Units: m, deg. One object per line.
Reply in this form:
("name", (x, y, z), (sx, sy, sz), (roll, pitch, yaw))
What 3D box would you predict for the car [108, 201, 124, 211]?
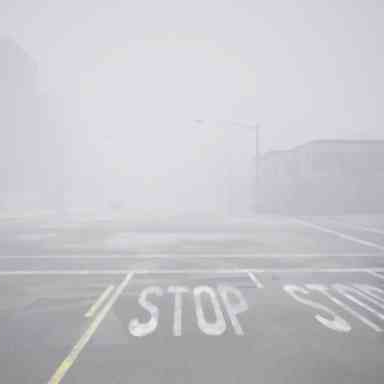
("car", (-12.751, 2.306, 55.840), (2.097, 1.767, 4.553), (0, -2, -3))
